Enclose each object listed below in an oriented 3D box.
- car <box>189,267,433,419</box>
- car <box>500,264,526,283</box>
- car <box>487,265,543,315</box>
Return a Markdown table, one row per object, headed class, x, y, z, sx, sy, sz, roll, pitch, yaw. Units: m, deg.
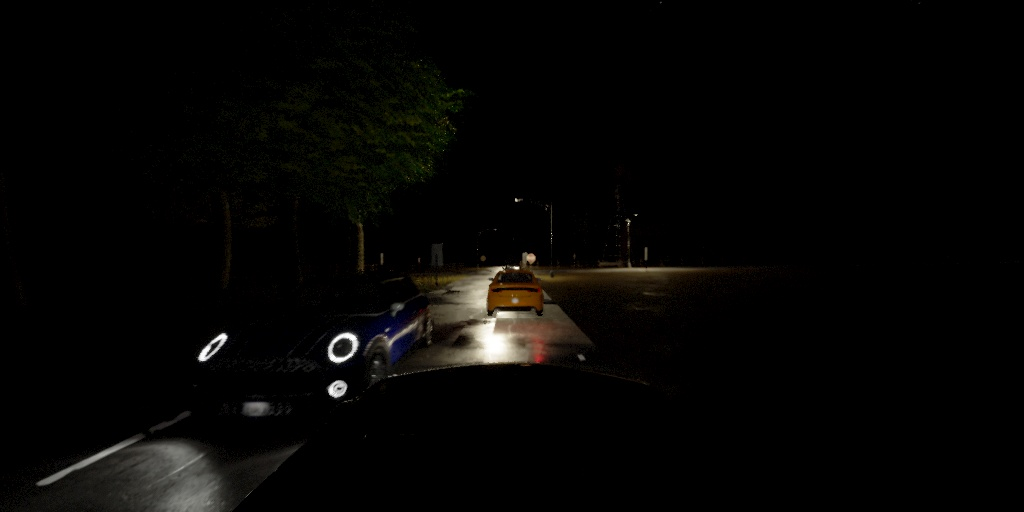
| class | x | y | z | sx | sy | sz | roll | pitch | yaw |
| --- | --- | --- | --- | --- | --- | --- | --- | --- | --- |
| car | -2.831 | 1.112 | 6.226 | 2.097 | 1.767 | 4.553 | 0 | 0 | 0 |
| car | 0.101 | 1.411 | 29.527 | 1.994 | 1.385 | 4.181 | 0 | 0 | 0 |
| car | 0.101 | 1.257 | 13.722 | 1.882 | 1.535 | 5.008 | 0 | 0 | 0 |
